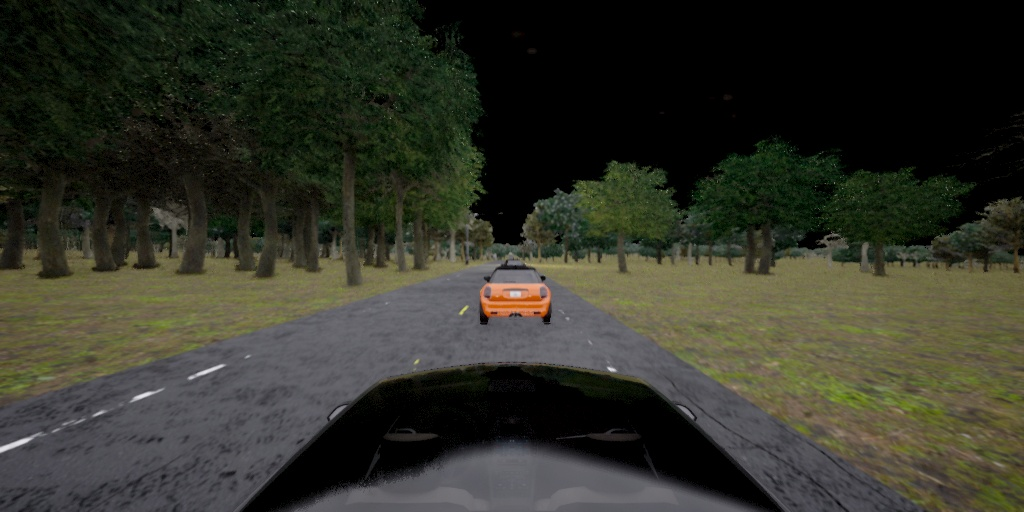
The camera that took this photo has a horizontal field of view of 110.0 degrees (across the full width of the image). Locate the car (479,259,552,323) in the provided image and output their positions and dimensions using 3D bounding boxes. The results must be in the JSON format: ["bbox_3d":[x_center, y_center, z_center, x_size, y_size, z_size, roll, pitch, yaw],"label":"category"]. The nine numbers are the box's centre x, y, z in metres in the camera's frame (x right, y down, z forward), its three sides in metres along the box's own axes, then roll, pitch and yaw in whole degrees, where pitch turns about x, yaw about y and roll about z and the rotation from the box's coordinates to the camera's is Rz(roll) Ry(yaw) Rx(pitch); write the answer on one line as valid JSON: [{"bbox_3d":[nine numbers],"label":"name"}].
[{"bbox_3d":[0.099,1.083,12.138,2.097,1.767,4.553,0,0,0],"label":"car"}]
